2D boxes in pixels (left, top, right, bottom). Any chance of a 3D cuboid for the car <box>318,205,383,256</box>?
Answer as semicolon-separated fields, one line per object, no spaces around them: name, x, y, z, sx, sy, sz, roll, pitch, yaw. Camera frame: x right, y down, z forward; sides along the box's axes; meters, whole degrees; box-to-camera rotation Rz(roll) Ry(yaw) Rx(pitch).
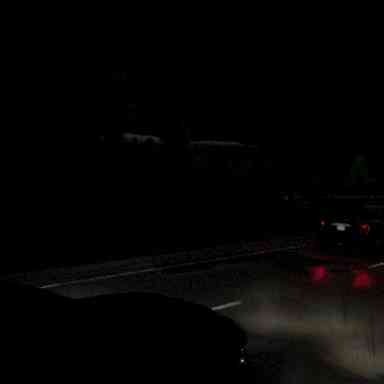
car;6.963;1.281;12.981;4.553;1.767;2.097;-1;0;-36

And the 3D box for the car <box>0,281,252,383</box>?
car;-1.712;1.477;2.513;5.008;1.535;1.882;-1;0;-36
